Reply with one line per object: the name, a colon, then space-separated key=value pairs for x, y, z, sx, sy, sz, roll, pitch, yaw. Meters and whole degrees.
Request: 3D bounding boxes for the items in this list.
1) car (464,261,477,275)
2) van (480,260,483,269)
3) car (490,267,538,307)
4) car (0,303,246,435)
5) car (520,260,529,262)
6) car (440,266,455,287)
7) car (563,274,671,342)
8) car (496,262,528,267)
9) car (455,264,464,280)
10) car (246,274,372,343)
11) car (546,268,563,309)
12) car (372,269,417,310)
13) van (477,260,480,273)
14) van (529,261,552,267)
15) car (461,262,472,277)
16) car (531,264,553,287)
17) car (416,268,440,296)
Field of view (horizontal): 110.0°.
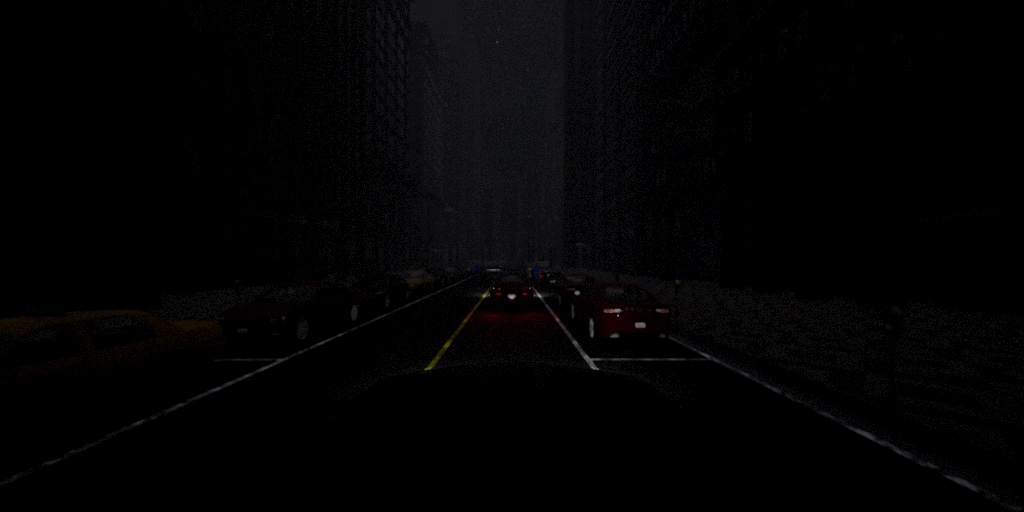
car: x=-5.779 y=1.600 z=43.729 sx=1.967 sy=1.591 sz=4.097 roll=0 pitch=0 yaw=0
van: x=-5.783 y=1.618 z=55.001 sx=1.690 sy=1.789 sz=3.998 roll=0 pitch=0 yaw=0
car: x=0.000 y=1.412 z=16.240 sx=1.812 sy=1.442 sz=4.674 roll=0 pitch=0 yaw=0
car: x=-5.763 y=1.299 z=4.105 sx=1.751 sy=1.417 sz=4.829 roll=0 pitch=0 yaw=0
car: x=2.740 y=1.882 z=60.655 sx=1.888 sy=1.381 sz=4.507 roll=0 pitch=0 yaw=0
car: x=-5.772 y=1.555 z=26.820 sx=1.948 sy=1.339 sz=4.313 roll=0 pitch=0 yaw=0
car: x=2.759 y=1.372 z=9.933 sx=1.888 sy=1.381 sz=4.507 roll=0 pitch=0 yaw=0
car: x=-0.007 y=1.525 z=31.147 sx=2.128 sy=1.511 sz=4.902 roll=0 pitch=0 yaw=0
car: x=-5.774 y=1.627 z=32.457 sx=1.802 sy=1.307 sz=4.207 roll=0 pitch=0 yaw=0
car: x=-5.766 y=1.372 z=9.912 sx=1.888 sy=1.381 sz=4.507 roll=0 pitch=0 yaw=0
car: x=2.757 y=1.425 z=15.569 sx=1.888 sy=1.381 sz=4.507 roll=0 pitch=0 yaw=0
car: x=-5.768 y=1.446 z=15.548 sx=1.948 sy=1.339 sz=4.313 roll=0 pitch=0 yaw=0
van: x=-5.781 y=1.559 z=49.365 sx=1.690 sy=1.789 sz=3.998 roll=0 pitch=0 yaw=0
van: x=2.751 y=1.386 z=32.476 sx=1.690 sy=1.789 sz=3.998 roll=0 pitch=0 yaw=0
car: x=-5.777 y=1.668 z=38.092 sx=1.948 sy=1.339 sz=4.313 roll=0 pitch=0 yaw=0
car: x=2.753 y=1.540 z=26.840 sx=2.007 sy=1.370 sz=4.403 roll=0 pitch=0 yaw=0
car: x=-5.770 y=1.460 z=21.014 sx=1.751 sy=1.417 sz=4.829 roll=0 pitch=0 yaw=0
